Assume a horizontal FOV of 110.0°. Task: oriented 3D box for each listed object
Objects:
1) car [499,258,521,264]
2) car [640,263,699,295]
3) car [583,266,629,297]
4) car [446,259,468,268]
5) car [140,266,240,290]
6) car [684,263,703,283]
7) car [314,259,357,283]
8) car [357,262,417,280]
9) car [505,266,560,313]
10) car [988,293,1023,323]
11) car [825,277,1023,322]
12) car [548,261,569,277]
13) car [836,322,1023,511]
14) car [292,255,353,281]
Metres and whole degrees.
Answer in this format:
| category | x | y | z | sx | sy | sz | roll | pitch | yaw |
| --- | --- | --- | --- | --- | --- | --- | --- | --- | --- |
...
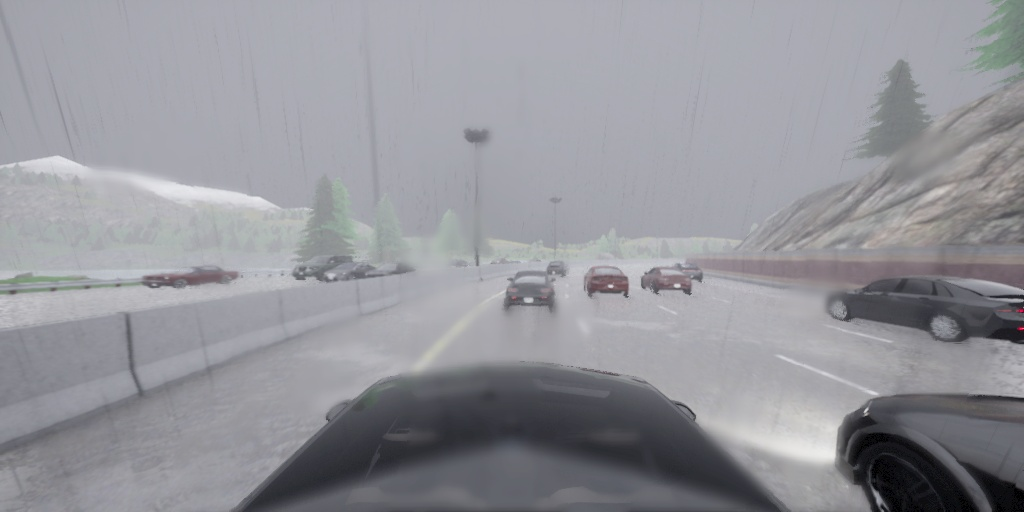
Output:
| category | x | y | z | sx | sy | sz | roll | pitch | yaw |
| --- | --- | --- | --- | --- | --- | --- | --- | --- | --- |
| car | -0.006 | 1.366 | 65.432 | 1.895 | 1.301 | 4.718 | 0 | 0 | 25 |
| car | 8.548 | 1.309 | 20.122 | 1.812 | 1.442 | 4.674 | 0 | 0 | 8 |
| car | 4.874 | 1.248 | 19.035 | 1.882 | 1.535 | 5.008 | 0 | 0 | 7 |
| car | -9.364 | 1.228 | 61.299 | 2.128 | 1.511 | 4.902 | 0 | 0 | 22 |
| car | -19.615 | 1.292 | 22.131 | 1.895 | 1.301 | 4.718 | 0 | 0 | 8 |
| car | 13.617 | 1.293 | 28.496 | 2.128 | 1.511 | 4.902 | 0 | 0 | 12 |
| car | -11.839 | 1.210 | 26.660 | 2.128 | 1.511 | 4.902 | 0 | 0 | 10 |
| car | -8.497 | 1.206 | 25.483 | 1.882 | 1.535 | 5.008 | 0 | 0 | 10 |
| car | 0.785 | 1.282 | 14.078 | 1.812 | 1.442 | 4.674 | 0 | 0 | 5 |
| car | 7.188 | 1.265 | 2.144 | 2.128 | 1.511 | 4.902 | 0 | 0 | 0 |
| car | 10.961 | 1.293 | 9.601 | 1.837 | 1.490 | 4.892 | 0 | 0 | 4 |
| car | 4.592 | 1.275 | 35.888 | 1.837 | 1.490 | 4.892 | 0 | 0 | 14 |
| car | 3.686 | 1.326 | 1.220 | 1.994 | 1.385 | 4.181 | 0 | 0 | 0 |
| car | -15.006 | 0.930 | 29.078 | 2.150 | 2.045 | 5.566 | 0 | 0 | 10 |
